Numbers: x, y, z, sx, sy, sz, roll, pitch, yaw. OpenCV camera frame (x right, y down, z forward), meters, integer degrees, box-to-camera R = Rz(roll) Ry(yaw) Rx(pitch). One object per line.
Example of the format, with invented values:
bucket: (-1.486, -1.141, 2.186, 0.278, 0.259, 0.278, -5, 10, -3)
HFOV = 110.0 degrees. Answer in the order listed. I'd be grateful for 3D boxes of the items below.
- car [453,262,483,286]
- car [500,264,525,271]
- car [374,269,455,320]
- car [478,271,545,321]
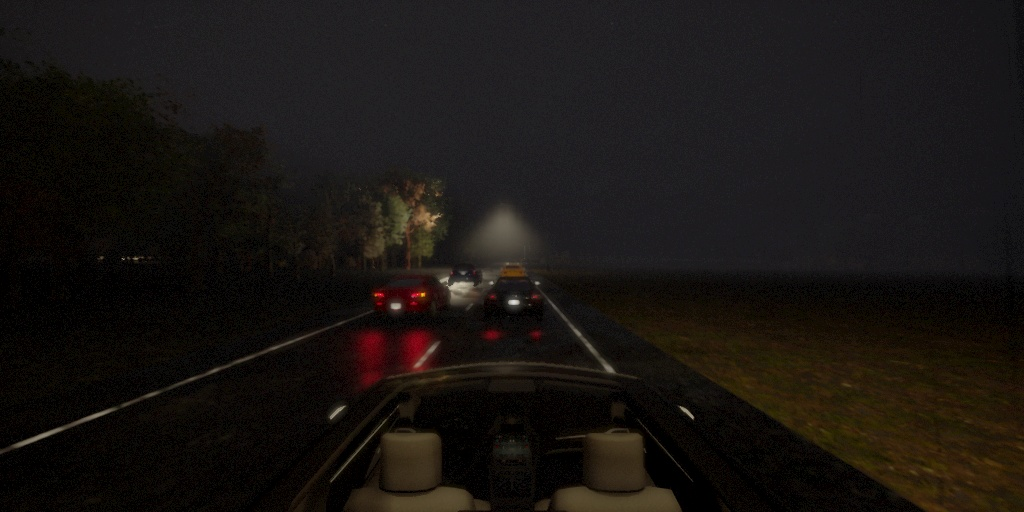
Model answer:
car: (-3.434, 1.273, 27.334, 2.097, 1.767, 4.553, 0, -1, 0)
car: (0.075, 1.412, 29.244, 1.882, 1.535, 5.008, 0, 0, 0)
car: (-3.429, 1.353, 12.908, 1.812, 1.442, 4.674, 0, -1, 0)
car: (0.070, 1.390, 12.900, 1.994, 1.385, 4.181, 0, 0, 0)
